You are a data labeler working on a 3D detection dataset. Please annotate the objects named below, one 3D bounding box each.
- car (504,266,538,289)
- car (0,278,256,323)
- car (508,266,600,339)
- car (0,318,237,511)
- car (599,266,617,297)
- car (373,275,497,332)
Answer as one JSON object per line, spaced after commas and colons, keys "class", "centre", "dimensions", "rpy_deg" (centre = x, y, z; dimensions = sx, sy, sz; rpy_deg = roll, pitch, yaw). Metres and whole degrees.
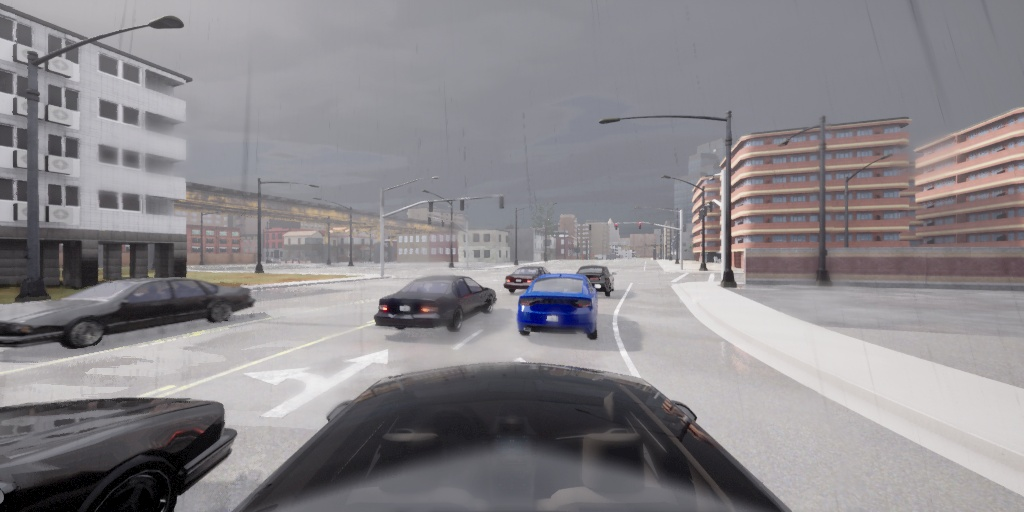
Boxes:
{"class": "car", "centre": [1.189, 1.297, 20.539], "dimensions": [2.033, 1.411, 5.357], "rpy_deg": [0, 0, 20]}
{"class": "car", "centre": [-9.753, 1.297, 9.518], "dimensions": [2.033, 1.411, 5.357], "rpy_deg": [0, 0, 10]}
{"class": "car", "centre": [1.485, 1.228, 10.288], "dimensions": [1.882, 1.535, 5.008], "rpy_deg": [0, 0, 14]}
{"class": "car", "centre": [-3.269, 1.297, 0.602], "dimensions": [2.033, 1.411, 5.357], "rpy_deg": [0, 0, -1]}
{"class": "car", "centre": [4.416, 1.255, 19.210], "dimensions": [1.837, 1.490, 4.892], "rpy_deg": [0, 0, 19]}
{"class": "car", "centre": [-1.977, 1.297, 10.976], "dimensions": [2.033, 1.411, 5.357], "rpy_deg": [0, 0, 13]}
